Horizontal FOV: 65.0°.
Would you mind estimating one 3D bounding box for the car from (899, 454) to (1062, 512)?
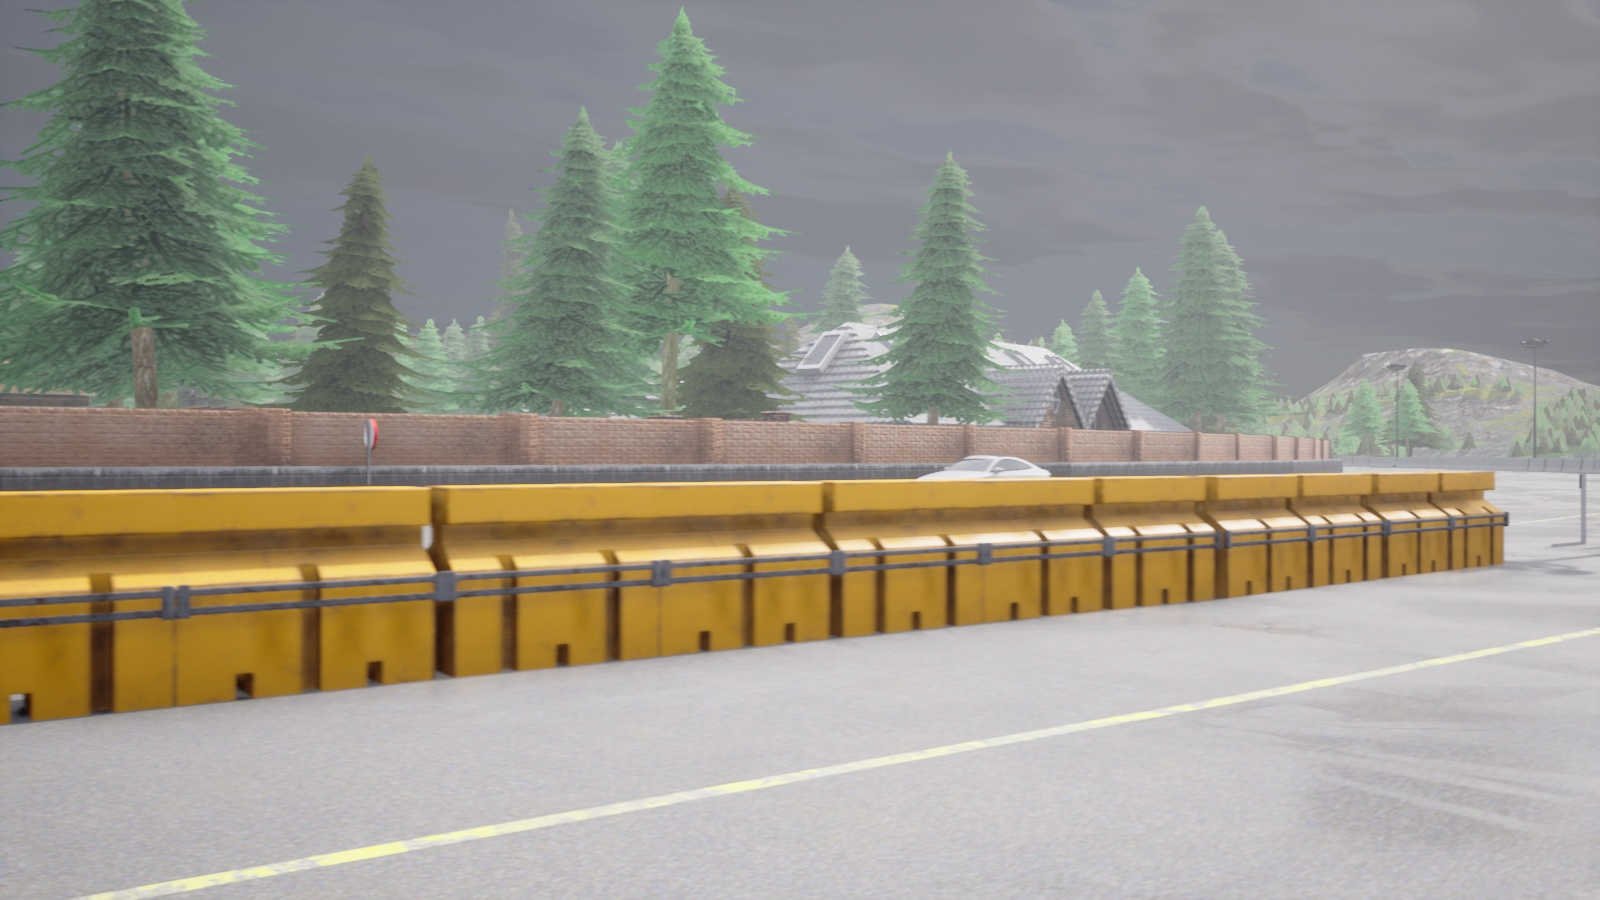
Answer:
[{"bbox_3d":[4.958,0.844,34.112,4.674,1.442,1.812,0,0,-42],"label":"car"}]
